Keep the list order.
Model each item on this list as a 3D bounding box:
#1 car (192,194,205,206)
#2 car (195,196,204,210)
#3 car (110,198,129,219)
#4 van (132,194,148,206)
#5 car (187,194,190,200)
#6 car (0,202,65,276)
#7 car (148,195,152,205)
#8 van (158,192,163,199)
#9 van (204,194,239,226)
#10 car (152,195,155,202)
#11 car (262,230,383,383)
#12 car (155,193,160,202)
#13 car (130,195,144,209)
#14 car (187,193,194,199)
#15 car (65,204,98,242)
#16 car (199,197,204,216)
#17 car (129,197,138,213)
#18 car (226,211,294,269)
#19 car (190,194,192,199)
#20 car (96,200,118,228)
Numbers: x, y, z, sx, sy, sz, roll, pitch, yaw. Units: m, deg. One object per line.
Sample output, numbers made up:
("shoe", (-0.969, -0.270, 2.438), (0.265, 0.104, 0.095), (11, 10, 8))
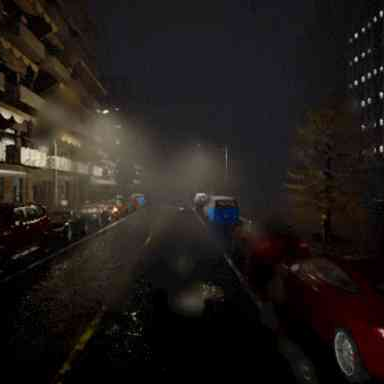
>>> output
("car", (1.398, 1.230, 38.242), (1.967, 1.590, 4.097), (-1, 0, -2))
("car", (1.592, 1.381, 32.720), (1.947, 1.339, 4.313), (-1, 0, -2))
("car", (-6.592, 1.331, 26.904), (1.967, 1.590, 4.097), (-1, 0, -2))
("van", (-7.170, 1.155, 43.475), (1.690, 1.788, 3.998), (-1, 0, -2))
("car", (-0.137, 1.150, 82.429), (1.887, 1.381, 4.507), (-1, 0, -2))
("car", (-6.017, 1.291, 10.335), (2.192, 1.841, 5.009), (-1, 0, -2))
("car", (-7.359, 1.372, 48.999), (1.802, 1.307, 4.206), (-1, 0, -2))
("van", (-8.899, 0.957, 93.183), (1.690, 1.788, 3.998), (-1, 0, -2))
("van", (1.974, 1.210, 21.672), (1.690, 1.788, 3.998), (-1, 0, -2))
("car", (-7.551, 1.348, 54.521), (1.802, 1.307, 4.206), (-1, 0, -2))
("car", (2.553, 1.538, 5.105), (1.802, 1.307, 4.206), (-1, 0, -2))
("car", (-7.936, 1.285, 65.568), (1.947, 1.339, 4.313), (-1, 0, -2))
("car", (-6.975, 1.384, 37.952), (1.887, 1.381, 4.507), (-1, 0, -2))
("car", (-0.522, 1.111, 93.474), (1.887, 1.381, 4.507), (-1, 0, -2))
("car", (-6.206, 1.497, 15.860), (2.008, 1.369, 4.403), (-1, 0, -2))
("car", (1.778, 1.366, 27.365), (1.752, 1.417, 4.829), (-1, 0, -2))
("car", (-6.783, 1.431, 32.429), (1.947, 1.339, 4.313), (-1, 0, -2))
("car", (2.361, 1.508, 10.627), (1.802, 1.307, 4.206), (-1, 0, -2))
("car", (1.009, 1.265, 49.459), (1.752, 1.417, 4.829), (-1, 0, -2))
("car", (-6.398, 1.469, 21.383), (2.008, 1.369, 4.403), (-1, 0, -2))
